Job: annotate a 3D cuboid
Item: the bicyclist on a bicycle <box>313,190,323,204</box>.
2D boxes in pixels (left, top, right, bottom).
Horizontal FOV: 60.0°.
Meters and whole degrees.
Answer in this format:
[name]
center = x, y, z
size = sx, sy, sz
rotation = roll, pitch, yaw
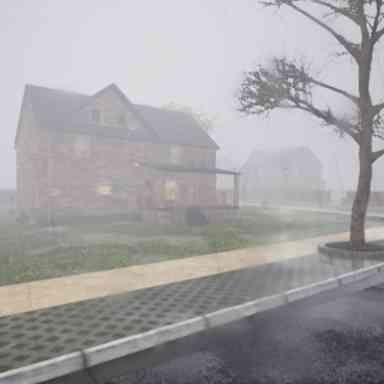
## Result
[bicyclist on a bicycle]
center = 14.326, 0.615, 37.870
size = 1.656, 1.620, 0.582
rotation = 0, 1, -29
